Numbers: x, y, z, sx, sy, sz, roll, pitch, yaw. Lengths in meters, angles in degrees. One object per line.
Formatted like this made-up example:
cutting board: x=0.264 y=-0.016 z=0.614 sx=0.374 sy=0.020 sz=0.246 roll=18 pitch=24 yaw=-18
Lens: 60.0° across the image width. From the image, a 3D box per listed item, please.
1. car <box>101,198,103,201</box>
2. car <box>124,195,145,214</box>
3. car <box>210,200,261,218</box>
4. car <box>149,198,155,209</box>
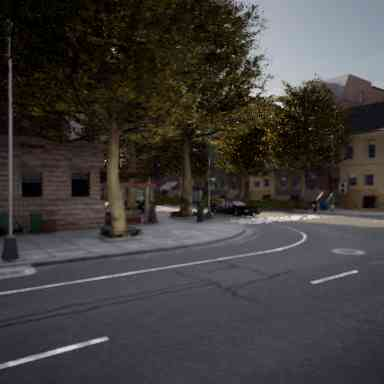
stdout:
car: x=-15.934 y=1.134 z=52.571 sx=2.435 sy=2.045 sz=5.566 roll=0 pitch=0 yaw=-35
car: x=-8.112 y=1.398 z=40.508 sx=2.231 sy=1.521 sz=4.892 roll=0 pitch=0 yaw=-35
car: x=3.682 y=1.465 z=29.874 sx=2.033 sy=1.411 sz=5.357 roll=0 pitch=0 yaw=-34
car: x=-6.613 y=1.257 z=44.518 sx=2.097 sy=1.767 sz=4.553 roll=0 pitch=0 yaw=-35
